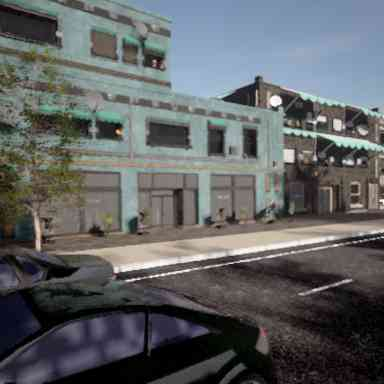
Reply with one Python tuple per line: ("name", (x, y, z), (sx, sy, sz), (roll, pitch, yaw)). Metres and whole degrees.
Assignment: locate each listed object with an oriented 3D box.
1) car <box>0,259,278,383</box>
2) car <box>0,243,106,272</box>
("car", (-1.226, 1.563, 2.811), (4.181, 1.385, 1.994), (0, 0, -35))
("car", (-3.780, 1.549, 4.982), (5.357, 1.411, 2.033), (0, 0, -35))
